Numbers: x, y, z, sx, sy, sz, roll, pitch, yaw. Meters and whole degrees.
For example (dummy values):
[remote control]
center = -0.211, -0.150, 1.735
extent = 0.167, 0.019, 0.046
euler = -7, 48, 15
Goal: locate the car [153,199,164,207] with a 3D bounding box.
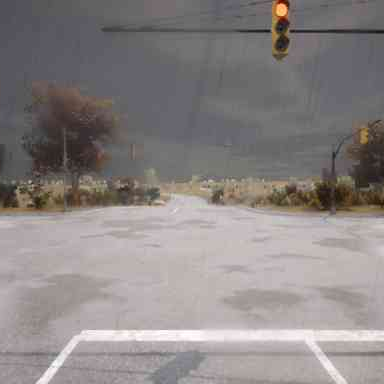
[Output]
[car]
center = -7.000, 2.307, 70.170
extent = 1.882, 1.535, 5.008
euler = 0, -2, 0
